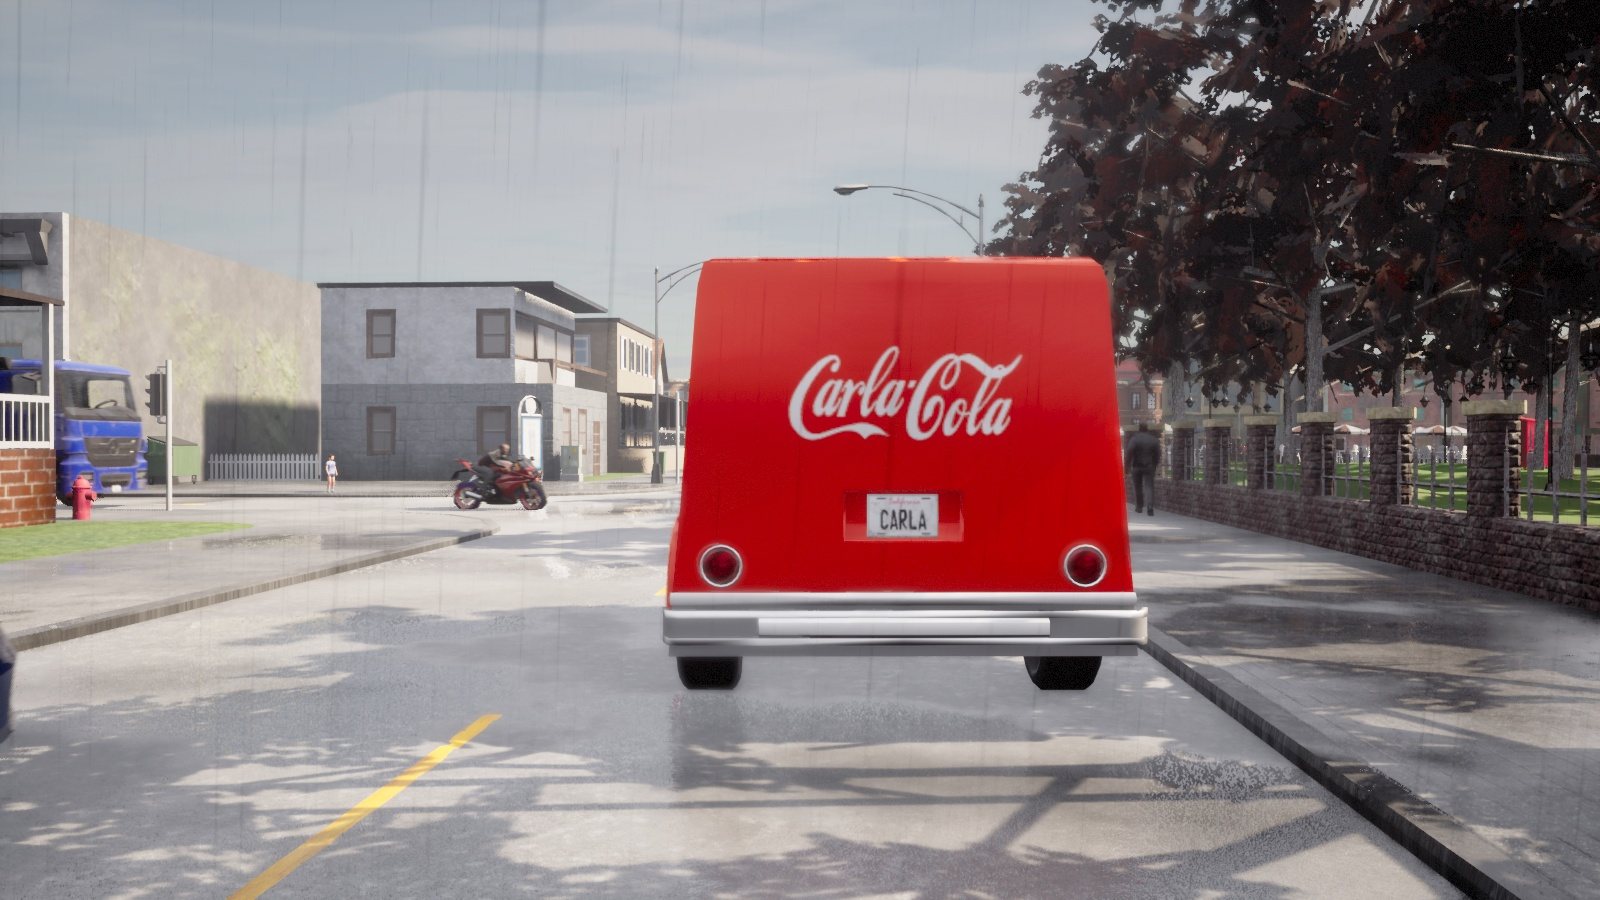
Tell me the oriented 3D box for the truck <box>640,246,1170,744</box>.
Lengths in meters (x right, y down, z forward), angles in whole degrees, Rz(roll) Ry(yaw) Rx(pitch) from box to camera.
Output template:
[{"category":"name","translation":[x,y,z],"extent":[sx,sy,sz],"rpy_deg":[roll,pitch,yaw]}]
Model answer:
[{"category":"truck","translation":[0.519,0.210,8.828],"extent":[2.627,2.467,5.204],"rpy_deg":[0,0,0]}]

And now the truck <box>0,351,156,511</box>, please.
[{"category":"truck","translation":[-19.460,-0.414,28.813],"extent":[7.936,3.462,2.891],"rpy_deg":[0,0,3]}]

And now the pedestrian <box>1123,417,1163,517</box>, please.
[{"category":"pedestrian","translation":[6.592,0.325,24.152],"extent":[0.563,1.883,0.849],"rpy_deg":[0,0,3]}]

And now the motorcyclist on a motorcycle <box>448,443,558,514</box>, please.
[{"category":"motorcyclist on a motorcycle","translation":[-6.576,0.619,27.864],"extent":[2.191,1.530,0.866],"rpy_deg":[0,2,12]}]

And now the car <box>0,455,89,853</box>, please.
[{"category":"car","translation":[-3.913,0.753,2.791],"extent":[1.812,1.442,4.674],"rpy_deg":[0,0,3]}]

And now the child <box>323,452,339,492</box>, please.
[{"category":"child","translation":[-13.211,0.626,35.382],"extent":[0.394,1.110,0.255],"rpy_deg":[0,0,36]}]
